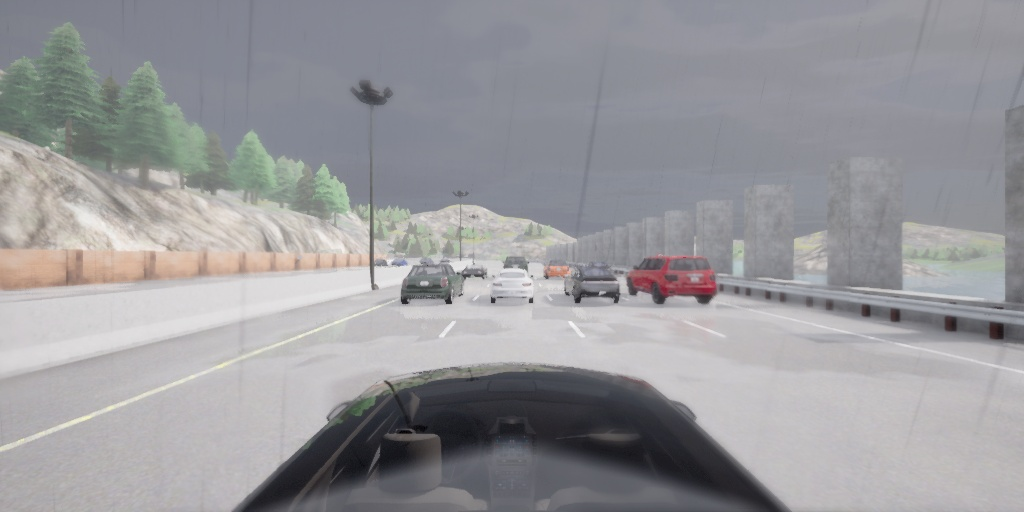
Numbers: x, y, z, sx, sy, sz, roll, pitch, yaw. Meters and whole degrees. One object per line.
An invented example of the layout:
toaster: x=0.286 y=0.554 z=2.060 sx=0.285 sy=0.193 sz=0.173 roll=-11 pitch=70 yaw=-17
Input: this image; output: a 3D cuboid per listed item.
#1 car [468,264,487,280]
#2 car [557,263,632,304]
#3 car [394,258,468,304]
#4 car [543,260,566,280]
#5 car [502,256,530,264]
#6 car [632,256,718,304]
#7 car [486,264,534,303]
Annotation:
car: x=-3.160 y=1.364 z=31.400 sx=1.895 sy=1.301 sz=4.718 roll=0 pitch=0 yaw=1
car: x=3.526 y=1.242 z=16.373 sx=2.128 sy=1.511 sz=4.902 roll=0 pitch=0 yaw=1
car: x=-3.474 y=1.113 z=16.415 sx=2.097 sy=1.767 sz=4.553 roll=0 pitch=0 yaw=1
car: x=3.836 y=1.114 z=31.172 sx=2.097 sy=1.767 sz=4.553 roll=0 pitch=0 yaw=1
car: x=0.339 y=1.005 z=31.316 sx=2.150 sy=2.045 sz=5.566 roll=0 pitch=0 yaw=1
car: x=7.026 y=1.005 z=16.367 sx=2.150 sy=2.045 sz=5.566 roll=0 pitch=0 yaw=1
car: x=0.026 y=1.280 z=16.409 sx=1.812 sy=1.442 sz=4.674 roll=0 pitch=0 yaw=1
